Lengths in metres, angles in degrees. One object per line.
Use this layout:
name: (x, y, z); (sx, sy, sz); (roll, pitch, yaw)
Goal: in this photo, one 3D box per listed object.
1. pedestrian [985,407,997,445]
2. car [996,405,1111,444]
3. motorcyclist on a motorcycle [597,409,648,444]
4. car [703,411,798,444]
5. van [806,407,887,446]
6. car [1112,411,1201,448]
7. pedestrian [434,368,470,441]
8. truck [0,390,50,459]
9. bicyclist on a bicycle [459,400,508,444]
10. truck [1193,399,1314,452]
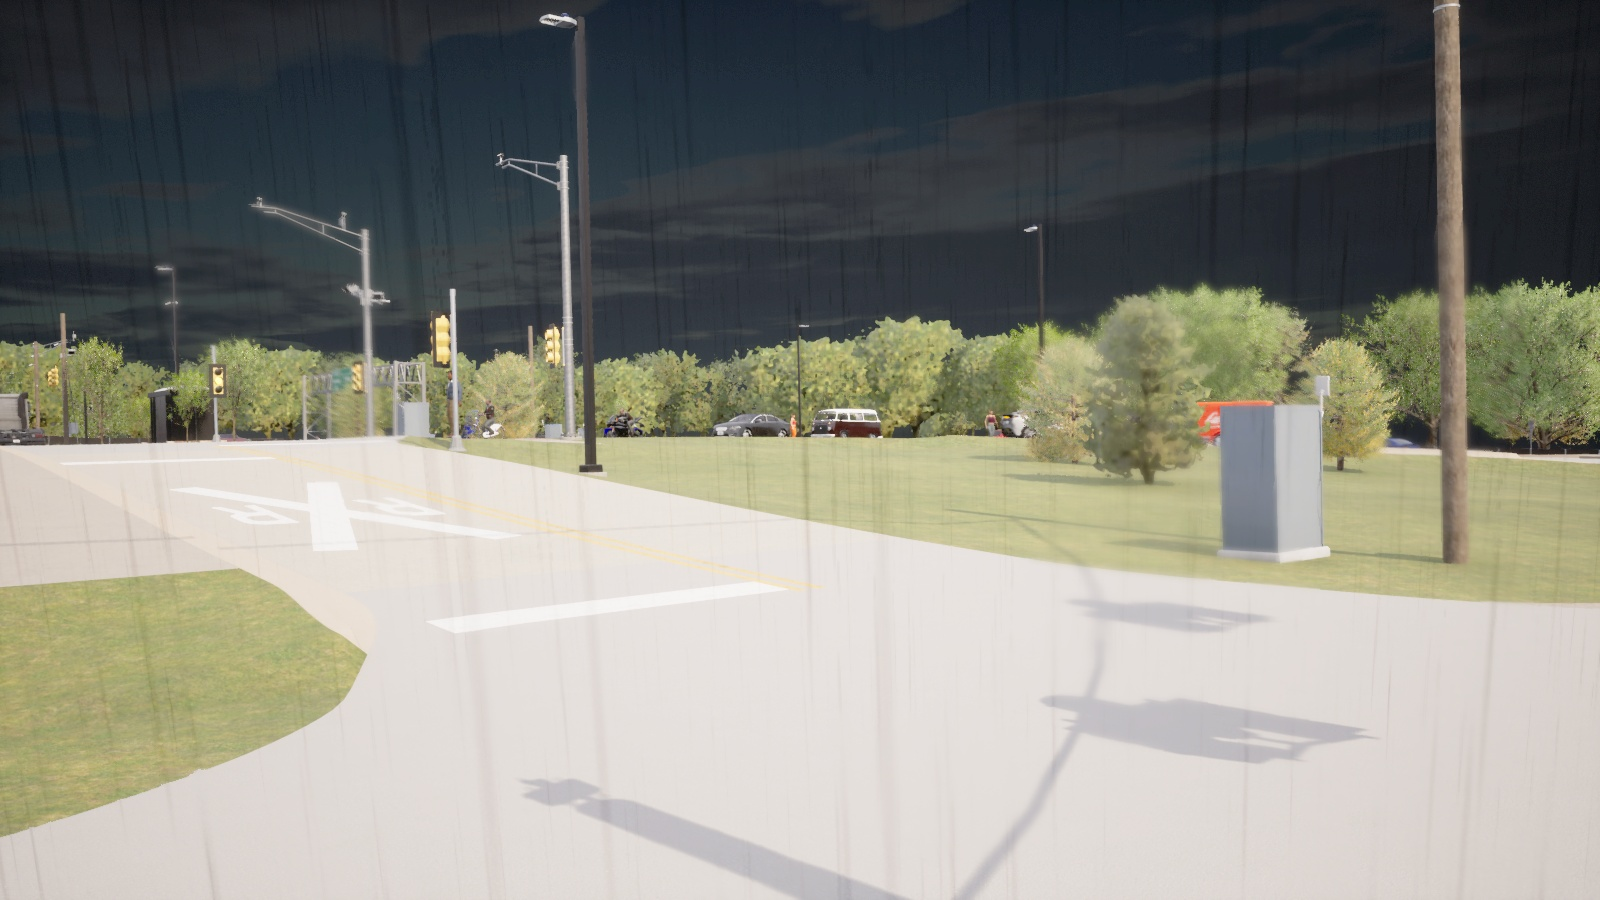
pedestrian: (9.429, -1.173, 62.026); (0.345, 1.836, 0.594); (-2, 1, -13)
car: (11.139, -1.122, 55.324); (4.514, 1.525, 2.007); (2, 0, -11)
motorcyclist on a motorcycle: (-7.993, -1.046, 56.679); (0.866, 1.530, 2.191); (-1, -1, 44)
car: (-2.429, -1.099, 62.692); (2.128, 1.511, 4.902); (-1, -1, 36)
van: (2.607, -1.298, 70.299); (2.069, 2.038, 4.480); (-1, -1, 43)
car: (19.819, -1.183, 69.987); (1.932, 1.855, 4.605); (-1, 4, -34)
pedestrian: (-9.452, -1.232, 34.093); (0.788, 1.949, 0.423); (-2, 1, -39)
truck: (-42.449, -1.261, 66.999); (2.891, 3.462, 7.936); (-2, 1, -39)
bicyclist on a bicycle: (-13.018, -1.157, 51.704); (1.843, 1.776, 0.659); (-1, 0, -43)
truck: (22.109, -1.219, 61.201); (5.204, 2.467, 2.627); (1, 2, 28)
